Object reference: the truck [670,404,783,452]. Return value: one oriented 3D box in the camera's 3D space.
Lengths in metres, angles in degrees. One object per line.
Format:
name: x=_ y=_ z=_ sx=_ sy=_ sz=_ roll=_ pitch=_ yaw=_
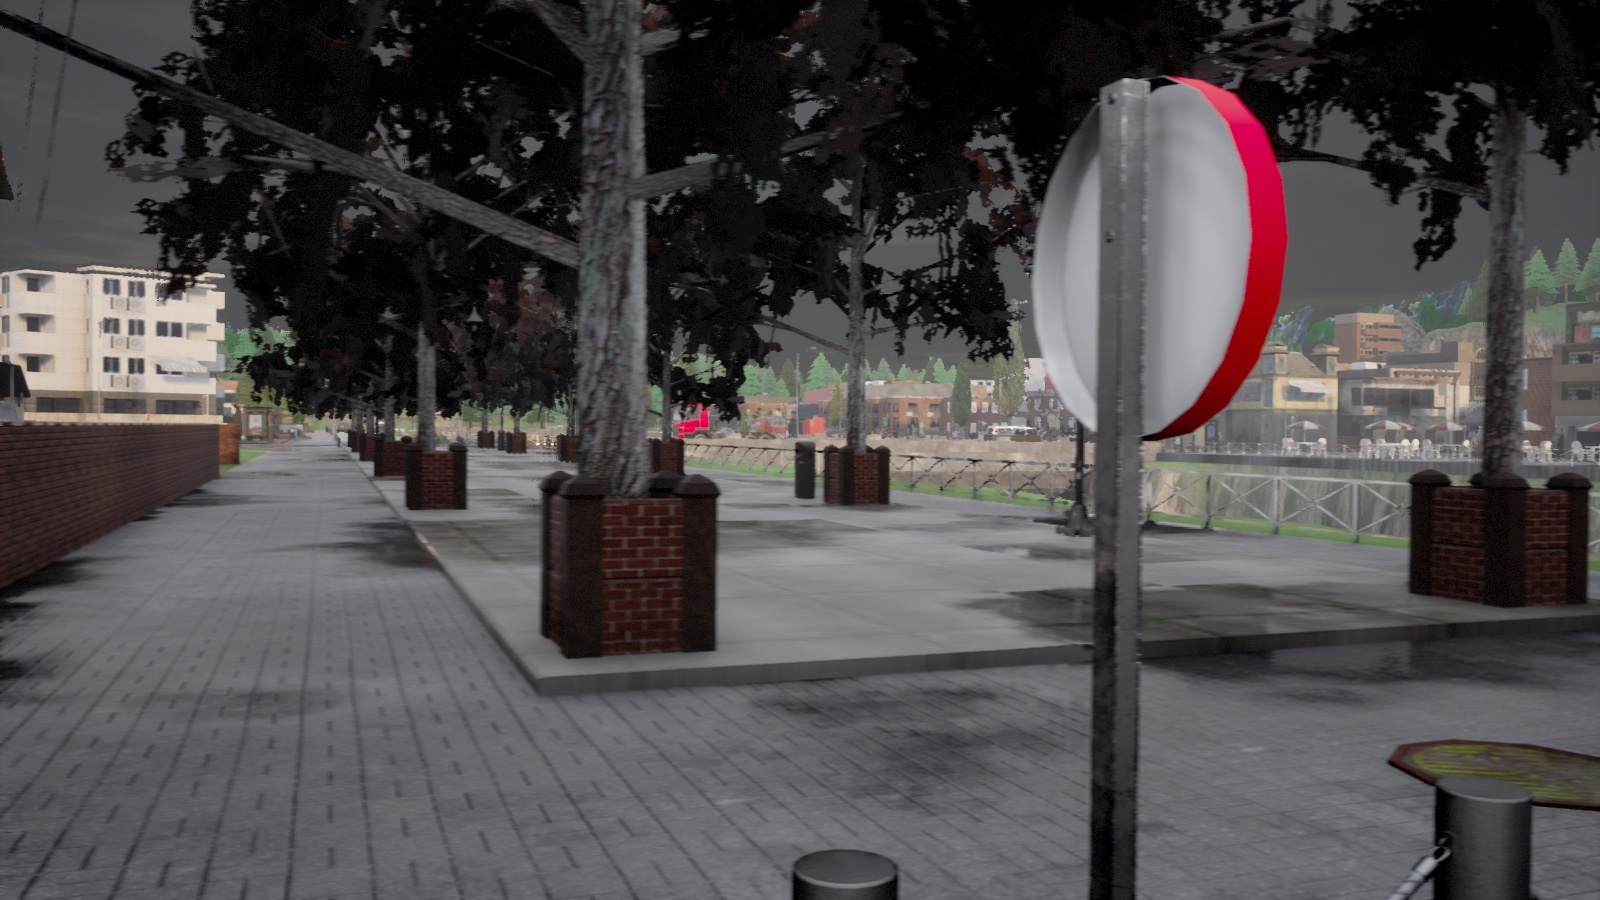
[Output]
truck: x=-5.517 y=-1.655 z=94.041 sx=7.936 sy=3.462 sz=2.891 roll=-1 pitch=1 yaw=-19
